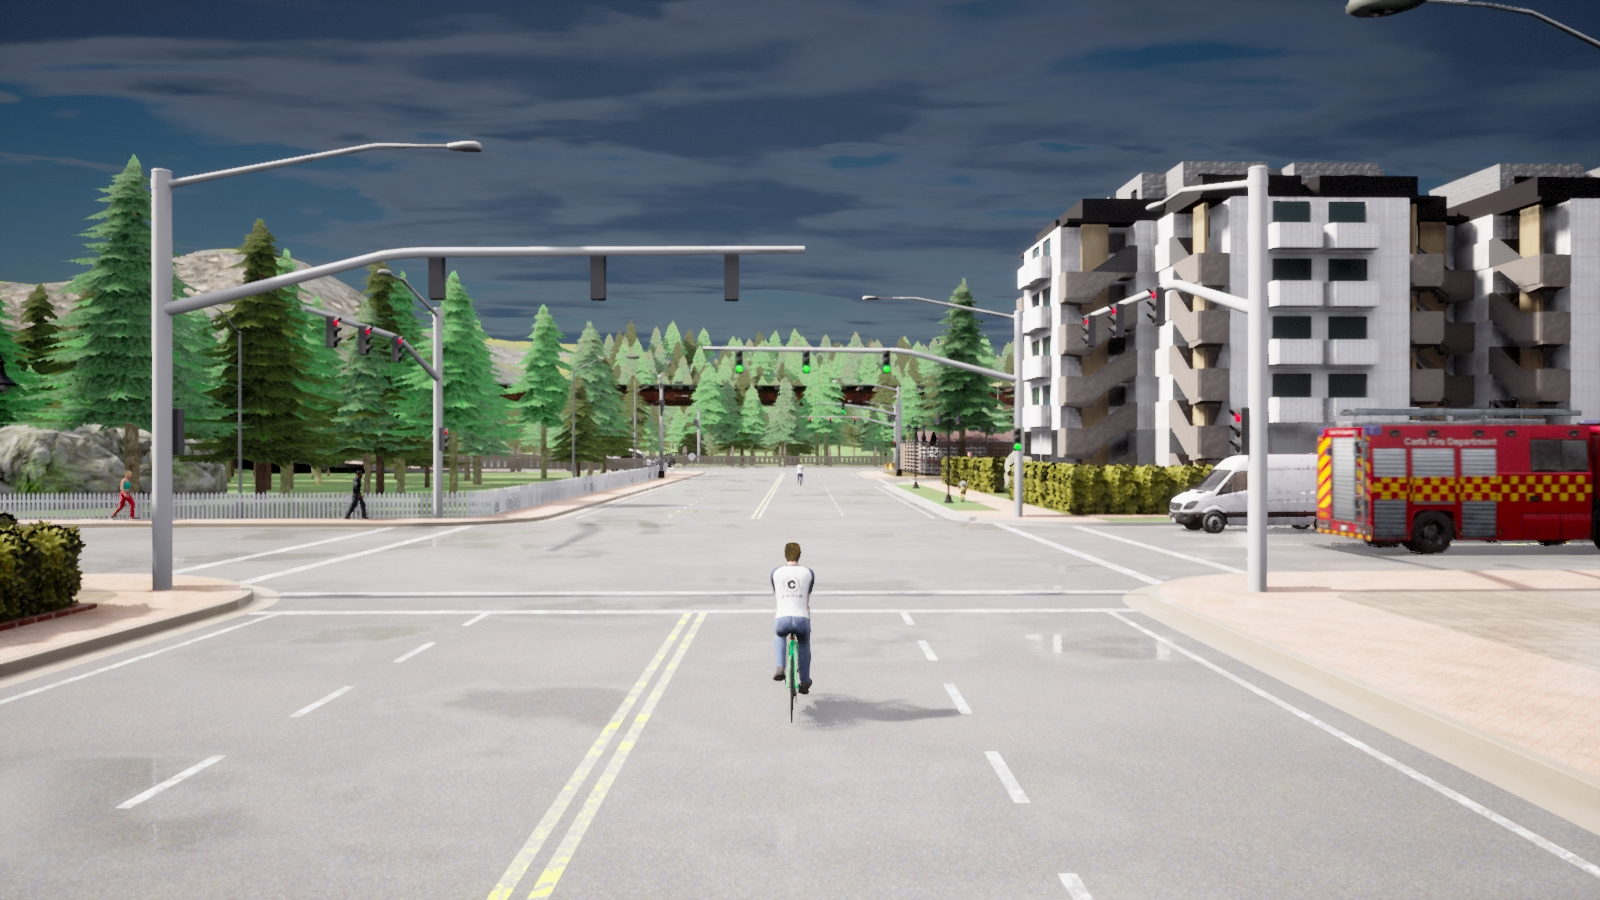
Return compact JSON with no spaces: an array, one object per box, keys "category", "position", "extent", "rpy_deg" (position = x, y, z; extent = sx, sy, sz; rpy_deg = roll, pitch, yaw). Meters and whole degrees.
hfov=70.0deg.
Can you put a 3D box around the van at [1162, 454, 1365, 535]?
[{"category":"van","position":[15.198,1.422,37.672],"extent":[5.915,2.561,1.988],"rpy_deg":[0,0,-2]}]

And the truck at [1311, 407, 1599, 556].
[{"category":"truck","position":[18.668,0.798,30.889],"extent":[8.468,3.827,2.891],"rpy_deg":[0,0,-2]}]

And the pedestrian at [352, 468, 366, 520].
[{"category":"pedestrian","position":[-15.842,1.576,41.044],"extent":[0.375,1.860,0.375],"rpy_deg":[0,0,-2]}]

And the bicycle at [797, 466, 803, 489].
[{"category":"bicycle","position":[-0.002,1.833,76.524],"extent":[0.373,1.496,1.643],"rpy_deg":[0,0,0]}]

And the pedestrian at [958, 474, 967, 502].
[{"category":"pedestrian","position":[7.736,1.819,54.314],"extent":[0.375,1.300,0.375],"rpy_deg":[0,0,2]}]

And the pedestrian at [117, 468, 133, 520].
[{"category":"pedestrian","position":[-24.120,1.576,40.828],"extent":[0.375,1.860,0.375],"rpy_deg":[0,0,-1]}]
